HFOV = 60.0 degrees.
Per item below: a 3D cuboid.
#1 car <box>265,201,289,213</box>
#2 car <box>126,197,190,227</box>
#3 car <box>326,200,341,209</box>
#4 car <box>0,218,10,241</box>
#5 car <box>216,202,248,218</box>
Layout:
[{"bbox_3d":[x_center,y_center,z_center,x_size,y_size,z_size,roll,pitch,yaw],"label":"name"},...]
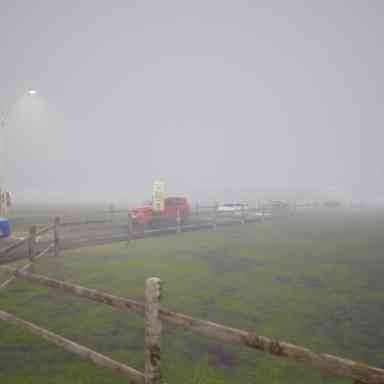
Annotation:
[{"bbox_3d":[11.010,1.866,43.301,2.128,1.511,4.902,0,0,37],"label":"car"},{"bbox_3d":[-2.391,1.390,25.033,2.150,2.045,5.566,0,-1,36],"label":"car"},{"bbox_3d":[23.317,2.056,55.210,1.837,1.490,4.892,0,-1,36],"label":"car"},{"bbox_3d":[-9.847,1.523,13.245,1.882,1.535,5.008,0,-1,23],"label":"car"},{"bbox_3d":[4.031,1.788,33.806,1.812,1.442,4.674,0,0,36],"label":"car"}]
